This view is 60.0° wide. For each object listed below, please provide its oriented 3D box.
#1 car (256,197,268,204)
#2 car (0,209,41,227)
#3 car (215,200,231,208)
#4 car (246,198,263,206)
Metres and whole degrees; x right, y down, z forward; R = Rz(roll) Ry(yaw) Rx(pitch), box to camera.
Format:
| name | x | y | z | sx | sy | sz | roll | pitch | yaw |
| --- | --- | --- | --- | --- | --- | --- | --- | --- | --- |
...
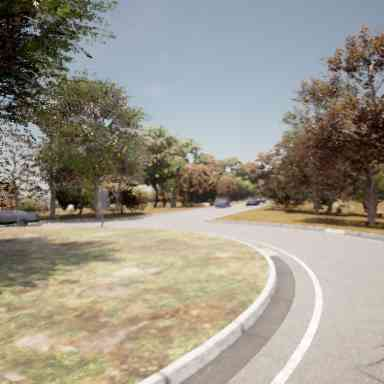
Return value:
| name | x | y | z | sx | sy | sz | roll | pitch | yaw |
| --- | --- | --- | --- | --- | --- | --- | --- | --- | --- |
| car | 15.590 | 1.912 | 74.102 | 1.895 | 1.301 | 4.718 | -1 | -1 | 21 |
| car | -15.343 | 2.133 | 27.212 | 5.357 | 1.411 | 2.033 | -1 | -1 | -17 |
| car | 5.350 | 2.027 | 56.968 | 1.812 | 1.442 | 4.674 | -1 | -1 | 21 |
| car | 11.678 | 2.014 | 63.561 | 1.994 | 1.385 | 4.181 | -1 | -1 | 21 |
